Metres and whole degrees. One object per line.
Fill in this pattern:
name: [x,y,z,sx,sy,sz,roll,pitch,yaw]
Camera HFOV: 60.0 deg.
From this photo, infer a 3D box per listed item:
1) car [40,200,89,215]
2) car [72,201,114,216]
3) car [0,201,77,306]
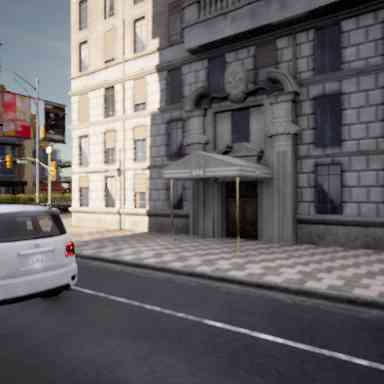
car: [-14.442,1.730,38.028,1.882,1.535,5.008,-1,0,35]
car: [-10.910,1.790,36.933,1.994,1.385,4.181,-1,0,35]
car: [-4.895,1.285,7.370,5.566,2.045,2.150,0,0,35]
